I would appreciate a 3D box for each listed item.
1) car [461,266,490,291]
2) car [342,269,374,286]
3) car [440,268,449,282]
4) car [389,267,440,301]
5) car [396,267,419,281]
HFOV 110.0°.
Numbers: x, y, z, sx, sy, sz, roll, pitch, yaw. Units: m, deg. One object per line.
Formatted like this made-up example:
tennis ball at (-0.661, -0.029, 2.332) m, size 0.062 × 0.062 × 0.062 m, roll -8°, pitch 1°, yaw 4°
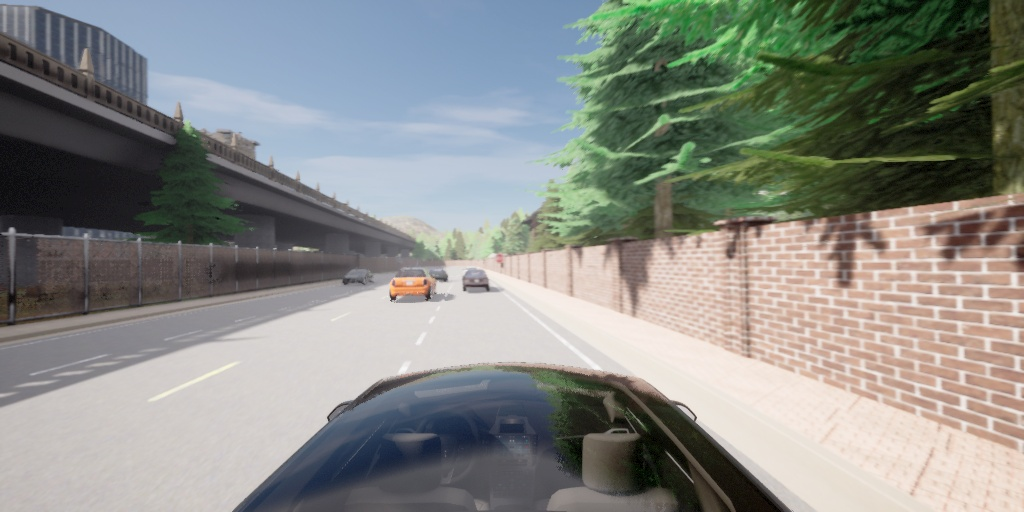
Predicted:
car at (-2.557, 1.656, 25.287) m, size 2.033 × 1.411 × 5.357 m, roll -1°, pitch -1°, yaw -7°
car at (-14.474, 1.961, 33.925) m, size 1.837 × 1.490 × 4.892 m, roll -1°, pitch -1°, yaw -7°
car at (-7.646, 1.929, 37.173) m, size 1.994 × 1.385 × 4.181 m, roll -1°, pitch -1°, yaw -7°
car at (-5.492, 1.455, 20.387) m, size 2.097 × 1.767 × 4.553 m, roll -1°, pitch -1°, yaw -7°
car at (-11.817, 2.002, 40.835) m, size 1.837 × 1.490 × 4.892 m, roll -1°, pitch -1°, yaw -7°
